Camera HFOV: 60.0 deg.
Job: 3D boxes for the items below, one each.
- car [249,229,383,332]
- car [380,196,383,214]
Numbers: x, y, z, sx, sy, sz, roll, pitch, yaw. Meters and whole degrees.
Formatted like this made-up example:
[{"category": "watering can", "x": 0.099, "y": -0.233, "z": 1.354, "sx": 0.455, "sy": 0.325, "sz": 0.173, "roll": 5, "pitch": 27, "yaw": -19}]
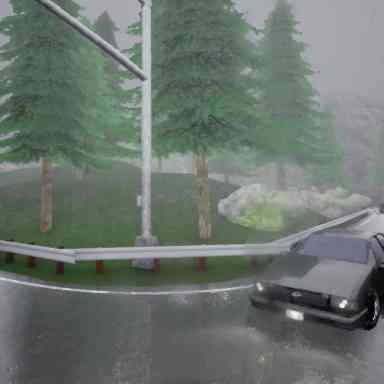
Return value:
[{"category": "car", "x": 3.331, "y": 1.555, "z": 7.270, "sx": 2.033, "sy": 1.411, "sz": 5.357, "roll": 0, "pitch": 0, "yaw": 40}, {"category": "car", "x": 20.071, "y": 1.263, "z": 32.784, "sx": 2.150, "sy": 2.045, "sz": 5.566, "roll": 1, "pitch": 0, "yaw": 22}]
